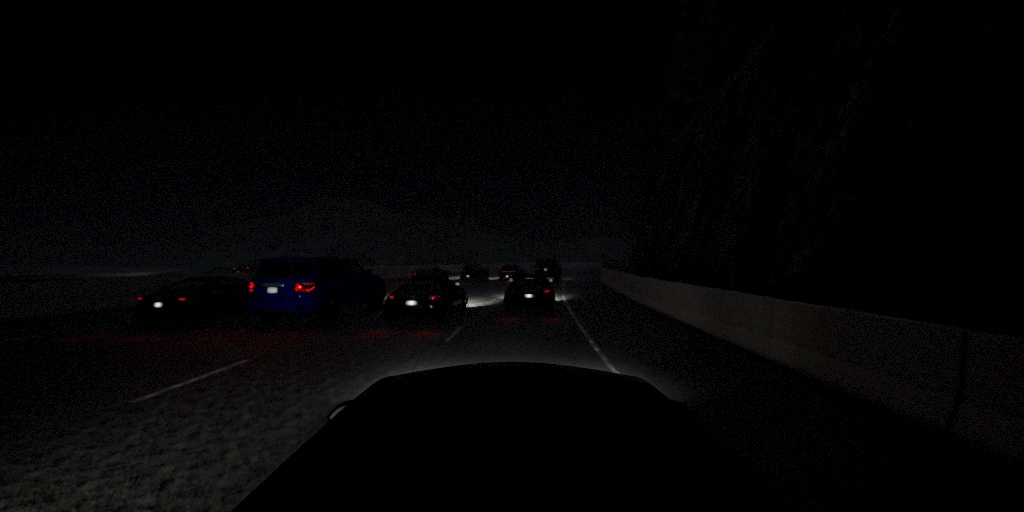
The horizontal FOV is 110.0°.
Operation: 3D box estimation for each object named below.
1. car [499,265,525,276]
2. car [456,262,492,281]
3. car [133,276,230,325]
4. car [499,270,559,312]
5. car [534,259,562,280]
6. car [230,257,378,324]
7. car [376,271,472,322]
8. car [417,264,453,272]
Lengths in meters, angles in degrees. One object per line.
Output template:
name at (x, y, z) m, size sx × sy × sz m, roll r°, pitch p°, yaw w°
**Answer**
car at (0.050, 1.576, 34.360) m, size 1.837 × 1.490 × 4.892 m, roll 0°, pitch -1°, yaw 11°
car at (-3.492, 1.566, 34.513) m, size 1.837 × 1.490 × 4.892 m, roll 0°, pitch -1°, yaw 11°
car at (-9.962, 1.385, 12.223) m, size 1.994 × 1.385 × 4.181 m, roll 0°, pitch -1°, yaw 4°
car at (0.782, 1.448, 15.123) m, size 1.994 × 1.385 × 4.181 m, roll 0°, pitch -1°, yaw 5°
car at (3.370, 1.292, 33.247) m, size 2.150 × 2.045 × 5.566 m, roll 0°, pitch -1°, yaw 11°
car at (-6.448, 1.058, 12.588) m, size 2.150 × 2.045 × 5.566 m, roll 0°, pitch 0°, yaw 4°
car at (-2.906, 1.414, 12.860) m, size 1.994 × 1.385 × 4.181 m, roll 0°, pitch -1°, yaw 4°
car at (-7.341, 1.636, 33.109) m, size 1.895 × 1.301 × 4.718 m, roll 0°, pitch -1°, yaw 11°
